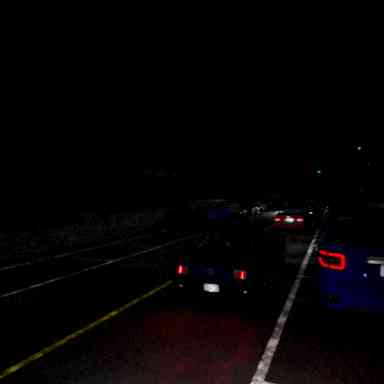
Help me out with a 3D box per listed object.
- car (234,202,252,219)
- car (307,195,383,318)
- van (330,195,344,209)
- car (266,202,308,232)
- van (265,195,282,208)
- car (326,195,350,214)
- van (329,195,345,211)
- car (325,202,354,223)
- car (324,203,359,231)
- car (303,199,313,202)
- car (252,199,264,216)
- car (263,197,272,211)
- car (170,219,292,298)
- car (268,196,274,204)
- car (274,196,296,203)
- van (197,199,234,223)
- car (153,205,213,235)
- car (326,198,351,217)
[{"bbox_3d":[3.568,1.621,29.129,1.752,1.417,4.829,-1,0,23],"label":"car"},{"bbox_3d":[3.846,1.202,7.106,2.150,2.045,5.566,-1,0,23],"label":"car"},{"bbox_3d":[19.981,1.298,45.973,1.690,1.788,3.998,-1,0,23],"label":"van"},{"bbox_3d":[6.250,1.562,20.441,2.033,1.411,5.357,-1,0,23],"label":"car"},{"bbox_3d":[12.135,1.424,49.306,1.690,1.788,3.998,-1,0,23],"label":"van"},{"bbox_3d":[15.729,1.278,35.964,2.192,1.841,5.009,-1,0,23],"label":"car"},{"bbox_3d":[17.855,1.301,40.968,1.690,1.788,3.998,-1,0,23],"label":"van"},{"bbox_3d":[11.481,1.514,25.953,1.887,1.381,4.507,-1,0,23],"label":"car"},{"bbox_3d":[9.421,1.499,21.104,1.752,1.417,4.829,-1,0,23],"label":"car"},{"bbox_3d":[13.507,1.481,37.794,1.882,1.535,5.008,-1,-1,23],"label":"car"},{"bbox_3d":[5.761,1.658,34.290,1.947,1.339,4.313,-1,0,23],"label":"car"},{"bbox_3d":[7.820,1.614,39.139,1.752,1.417,4.829,-1,0,23],"label":"car"},{"bbox_3d":[1.260,1.626,8.691,1.895,1.301,4.718,-1,0,23],"label":"car"},{"bbox_3d":[10.010,1.526,44.300,1.967,1.590,4.097,-1,0,23],"label":"car"},{"bbox_3d":[12.366,1.538,42.863,2.128,1.511,4.902,-1,0,24],"label":"car"},{"bbox_3d":[1.506,1.441,24.281,1.690,1.788,3.998,-1,0,23],"label":"van"},{"bbox_3d":[-0.616,1.670,19.275,1.947,1.339,4.313,-1,0,23],"label":"car"},{"bbox_3d":[13.605,1.406,30.958,1.967,1.590,4.097,-1,0,23],"label":"car"}]
